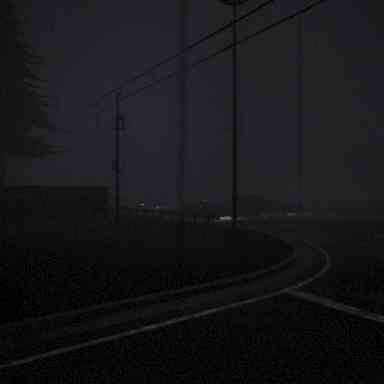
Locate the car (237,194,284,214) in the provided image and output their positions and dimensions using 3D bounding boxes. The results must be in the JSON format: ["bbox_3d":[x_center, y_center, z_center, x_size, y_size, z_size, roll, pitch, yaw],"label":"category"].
[{"bbox_3d":[6.886,1.242,36.690,2.150,2.045,5.566,0,0,-36],"label":"car"}]

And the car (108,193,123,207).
[{"bbox_3d":[-12.673,1.237,51.813,2.150,2.045,5.566,0,0,-36],"label":"car"}]

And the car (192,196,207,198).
[{"bbox_3d":[1.454,1.379,50.183,2.097,1.767,4.553,0,0,-36],"label":"car"}]

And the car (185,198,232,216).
[{"bbox_3d":[1.437,1.564,32.272,2.033,1.411,5.357,0,0,-36],"label":"car"}]

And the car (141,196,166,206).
[{"bbox_3d":[-6.114,1.549,54.704,1.812,1.442,4.674,0,0,-36],"label":"car"}]

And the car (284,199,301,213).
[{"bbox_3d":[10.109,1.506,38.204,1.882,1.535,5.008,0,1,-36],"label":"car"}]

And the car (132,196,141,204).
[{"bbox_3d":[-10.259,1.519,66.528,1.882,1.535,5.008,0,0,-36],"label":"car"}]
